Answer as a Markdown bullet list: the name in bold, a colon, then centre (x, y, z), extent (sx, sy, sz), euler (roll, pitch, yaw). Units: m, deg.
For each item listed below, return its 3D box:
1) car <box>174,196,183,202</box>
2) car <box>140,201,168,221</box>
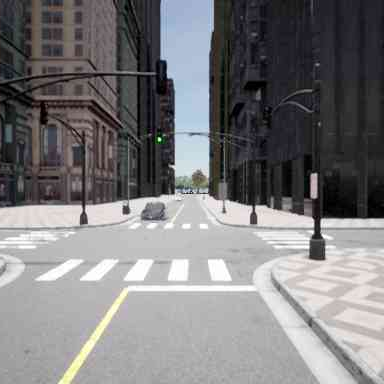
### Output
- **car**: centre (-3.006, 1.538, 73.969), extent (1.812, 1.442, 4.674), euler (0, 0, 0)
- **car**: centre (-3.003, 1.568, 26.945), extent (1.837, 1.490, 4.892), euler (0, 2, 0)
